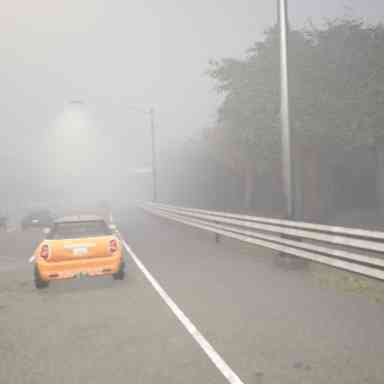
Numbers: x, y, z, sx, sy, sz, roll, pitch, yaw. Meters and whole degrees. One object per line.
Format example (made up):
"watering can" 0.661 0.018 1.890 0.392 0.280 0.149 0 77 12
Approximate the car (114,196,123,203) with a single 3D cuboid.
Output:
"car" -19.272 2.148 84.405 1.895 1.301 4.718 -2 0 -6

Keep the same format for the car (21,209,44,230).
"car" -11.051 1.933 24.318 1.994 1.385 4.181 -2 0 -15

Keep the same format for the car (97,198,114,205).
"car" -15.144 1.818 57.200 2.097 1.767 4.553 -2 0 -11

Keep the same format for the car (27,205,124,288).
"car" -3.332 1.463 10.032 2.097 1.767 4.553 -2 0 -18

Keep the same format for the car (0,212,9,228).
"car" -14.424 1.969 23.365 1.882 1.535 5.008 -2 0 -15
